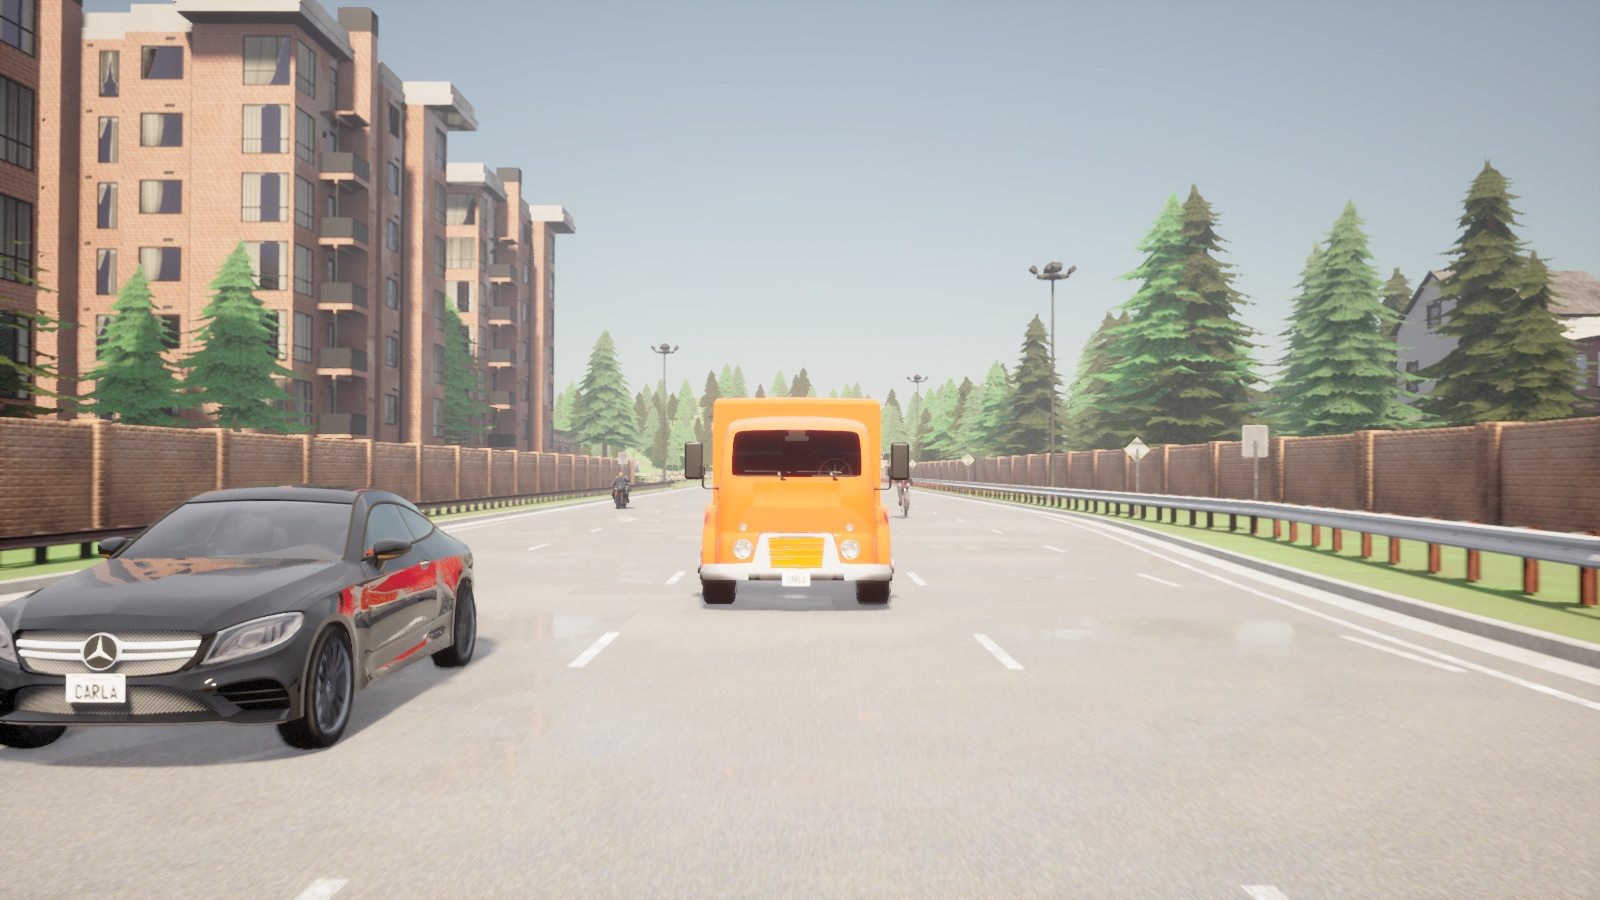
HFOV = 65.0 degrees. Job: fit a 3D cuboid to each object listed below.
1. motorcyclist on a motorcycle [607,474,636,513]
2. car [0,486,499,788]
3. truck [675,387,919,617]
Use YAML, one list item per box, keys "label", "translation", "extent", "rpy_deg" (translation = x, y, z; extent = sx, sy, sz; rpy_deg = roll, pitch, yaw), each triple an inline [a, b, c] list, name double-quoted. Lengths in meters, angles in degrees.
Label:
- label: "motorcyclist on a motorcycle"
  translation: [-7.122, 1.716, 50.129]
  extent: [0.866, 1.530, 2.191]
  rpy_deg: [0, -1, 0]
- label: "car"
  translation: [-3.515, 0.998, 8.593]
  extent: [1.812, 1.442, 4.674]
  rpy_deg: [0, -1, 0]
- label: "truck"
  translation: [-0.041, 0.598, 16.146]
  extent: [2.627, 2.467, 5.204]
  rpy_deg: [0, -1, 0]
